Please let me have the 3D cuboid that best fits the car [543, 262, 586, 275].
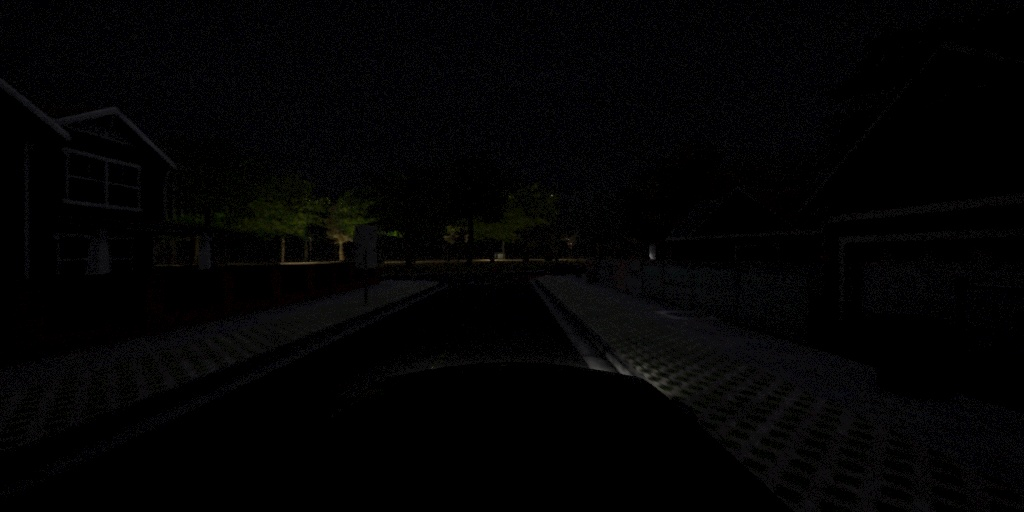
[{"bbox_3d":[5.651,1.289,36.700,4.718,1.301,1.895,0,0,-23],"label":"car"}]
